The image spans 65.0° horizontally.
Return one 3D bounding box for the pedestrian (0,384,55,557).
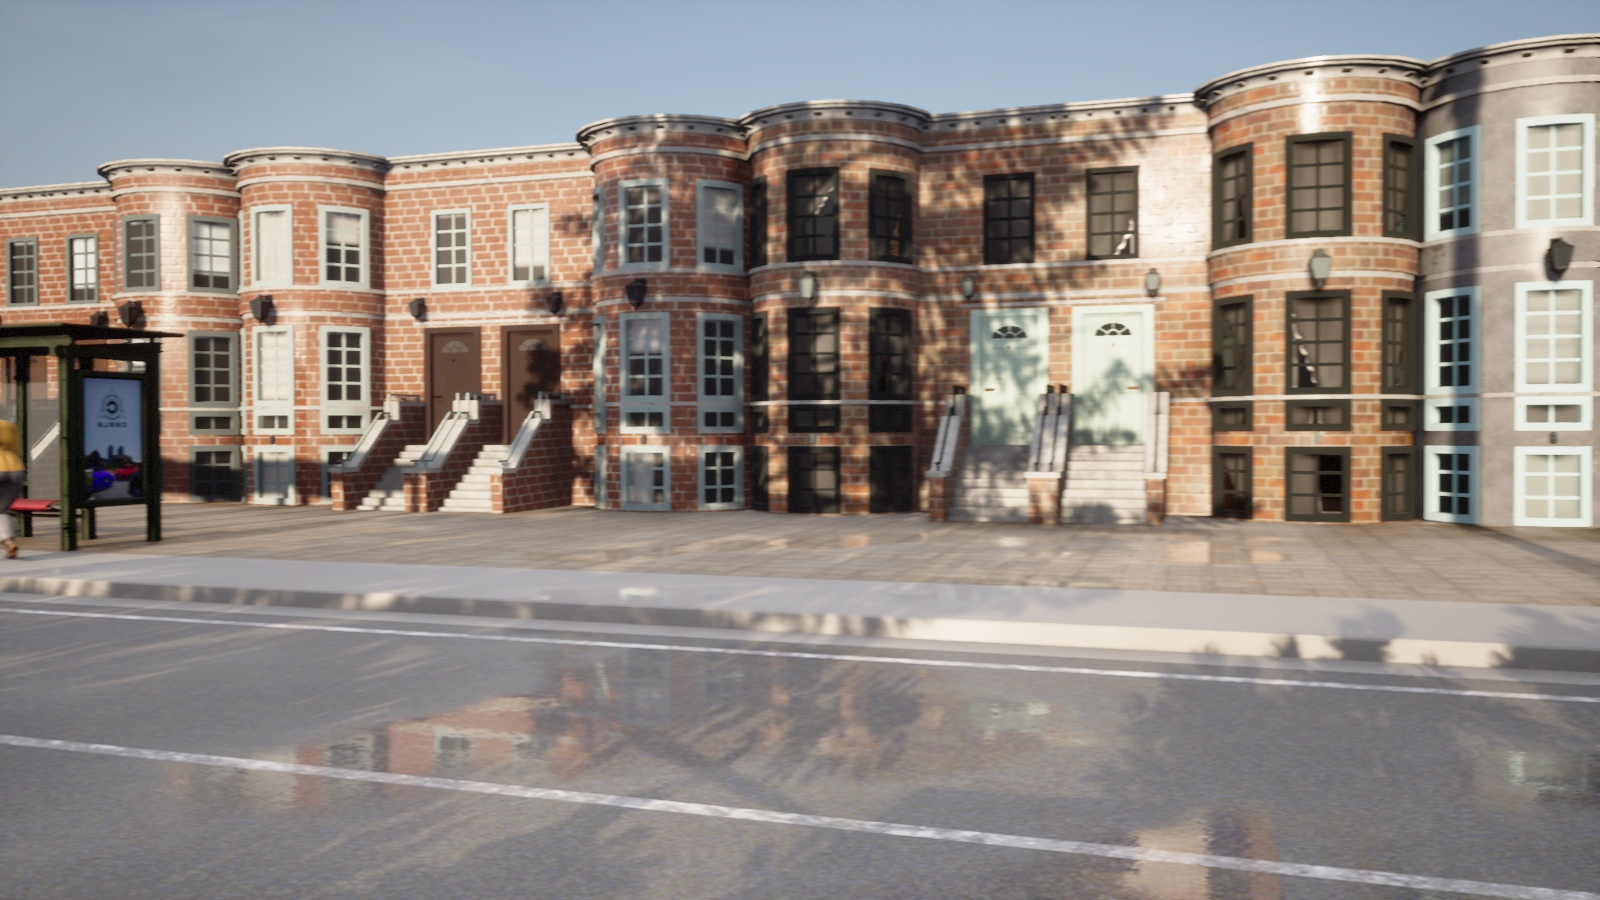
[{"bbox_3d":[-8.946,0.216,13.838,0.900,1.855,0.874,1,1,18],"label":"pedestrian"}]
